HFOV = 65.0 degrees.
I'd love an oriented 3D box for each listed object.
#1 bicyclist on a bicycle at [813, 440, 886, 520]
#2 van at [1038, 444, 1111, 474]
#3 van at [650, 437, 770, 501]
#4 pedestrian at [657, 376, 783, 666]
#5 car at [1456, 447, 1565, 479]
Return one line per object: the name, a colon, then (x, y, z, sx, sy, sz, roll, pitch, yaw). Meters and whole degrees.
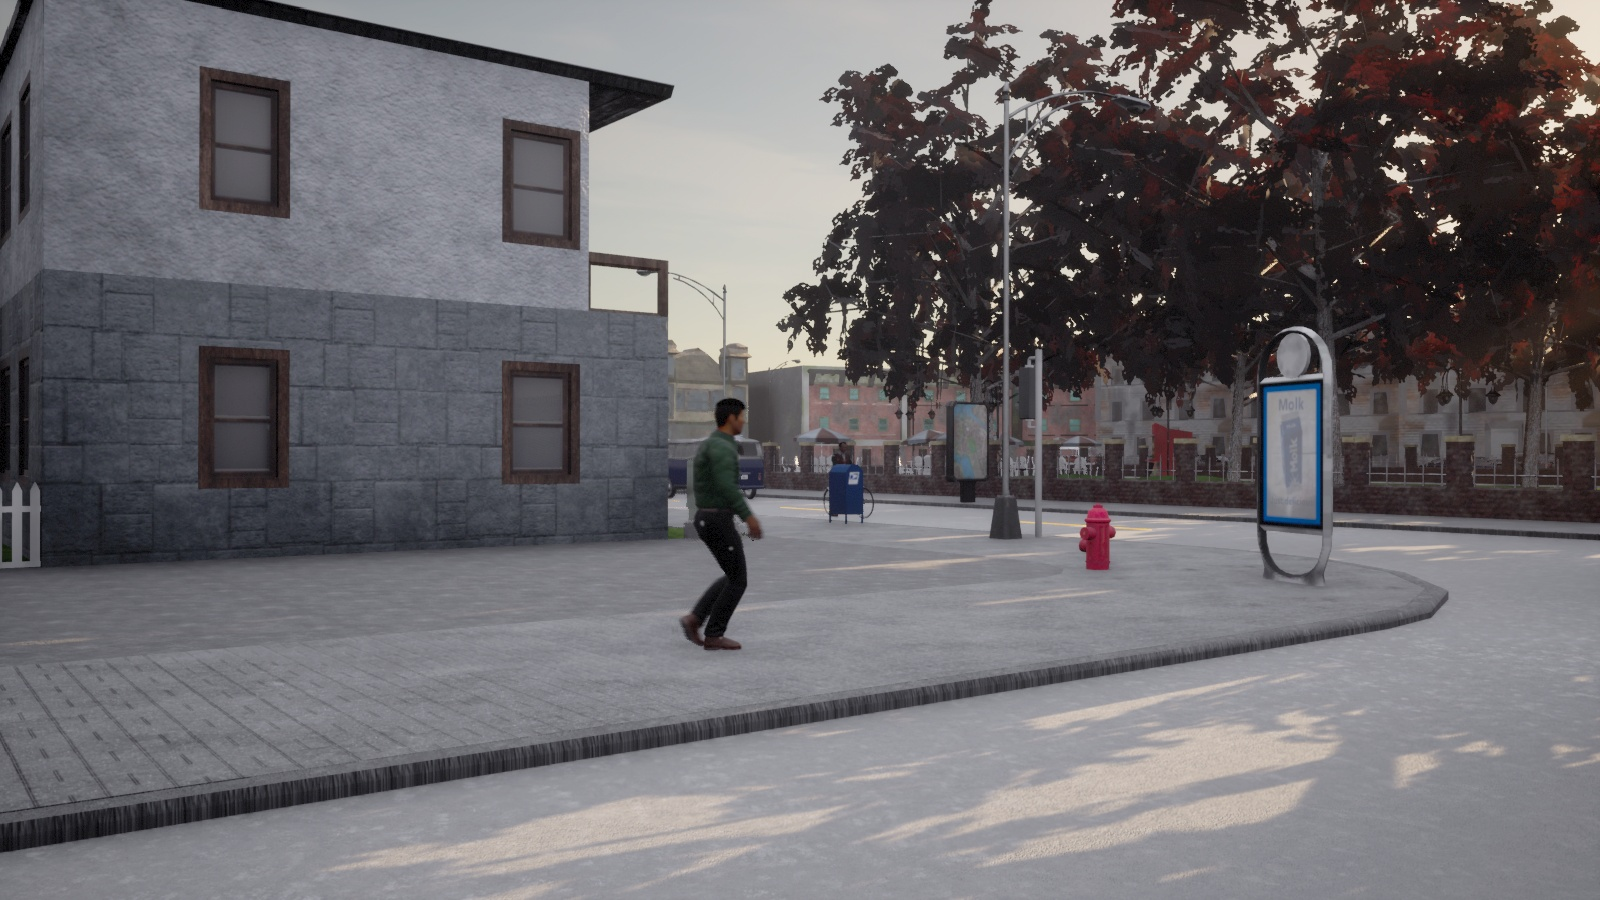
bicyclist on a bicycle: (1.118, 0.683, 28.844, 0.659, 1.776, 1.843, 0, 0, -37)
van: (18.947, 0.641, 86.829, 4.480, 2.038, 2.069, 0, -1, 43)
van: (-2.989, 0.602, 40.961, 1.775, 1.987, 4.442, 0, 0, -37)
pedestrian: (-0.562, 0.477, 8.788, 0.788, 1.949, 0.423, 0, 0, -20)
car: (38.393, 0.674, 67.901, 2.242, 1.667, 4.611, 0, 0, -37)
